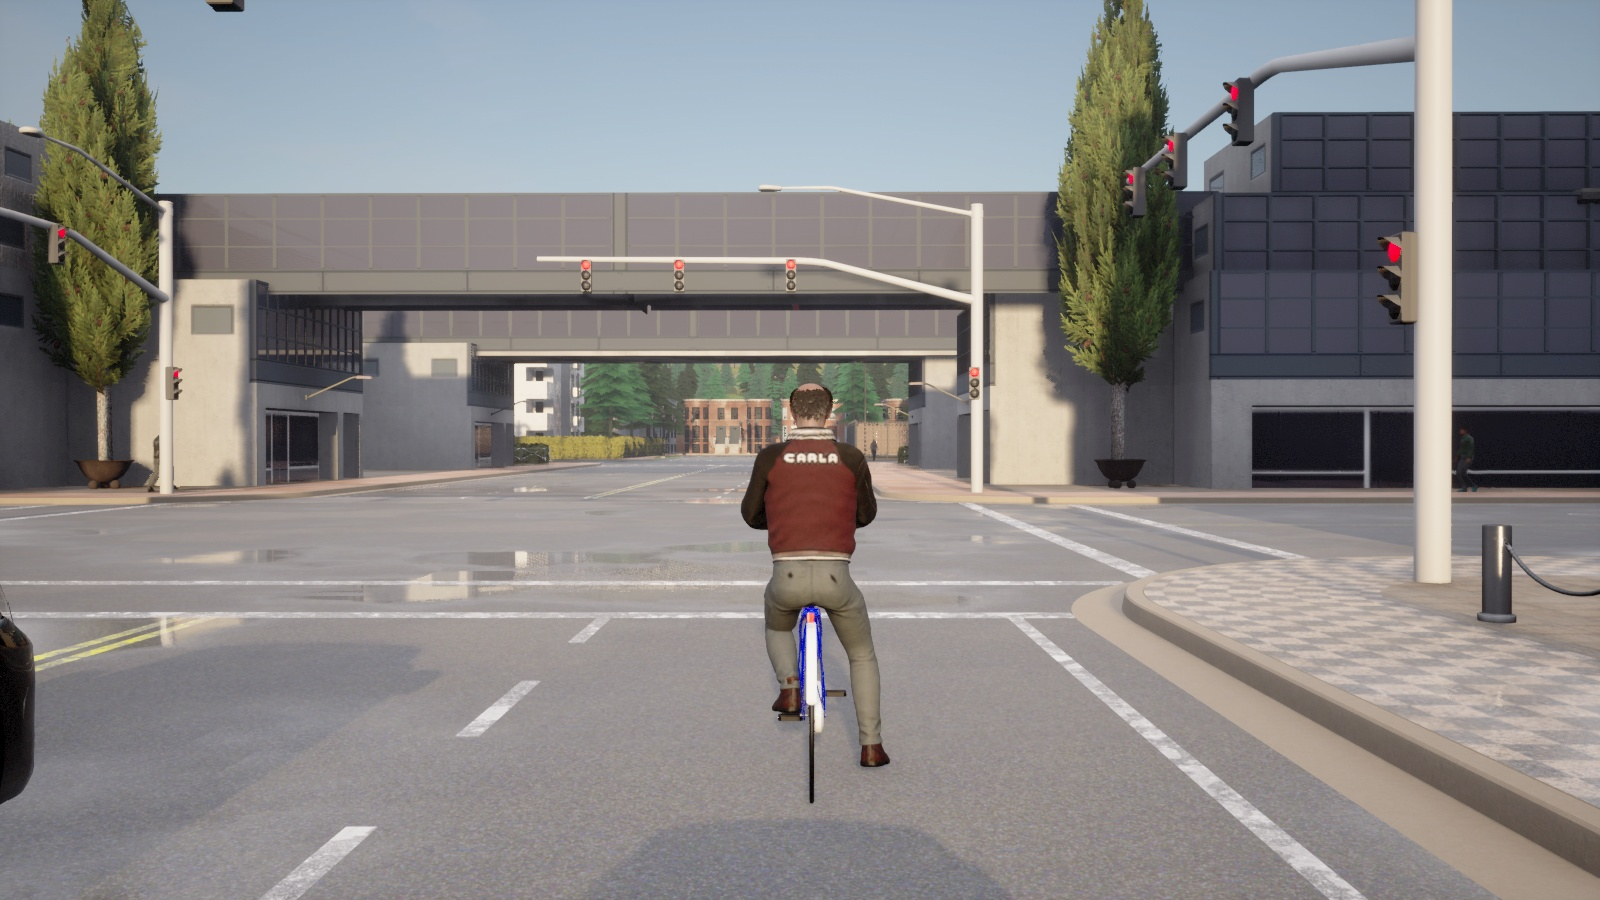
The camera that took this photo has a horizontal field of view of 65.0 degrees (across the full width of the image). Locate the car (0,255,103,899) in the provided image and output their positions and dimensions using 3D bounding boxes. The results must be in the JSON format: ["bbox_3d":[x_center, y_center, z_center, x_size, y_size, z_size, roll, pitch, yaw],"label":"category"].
[{"bbox_3d":[-3.475,0.454,1.511,2.150,2.045,5.566,0,0,0],"label":"car"}]

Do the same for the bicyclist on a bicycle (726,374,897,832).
[{"bbox_3d":[0.050,0.584,5.789,0.659,1.776,1.843,0,1,0],"label":"bicyclist on a bicycle"}]

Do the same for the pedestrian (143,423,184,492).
[{"bbox_3d":[-17.458,0.196,34.462,0.563,1.883,0.849,0,0,23],"label":"pedestrian"}]

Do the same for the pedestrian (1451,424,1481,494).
[{"bbox_3d":[17.592,0.232,33.165,0.614,1.847,0.353,0,0,-2],"label":"pedestrian"}]
